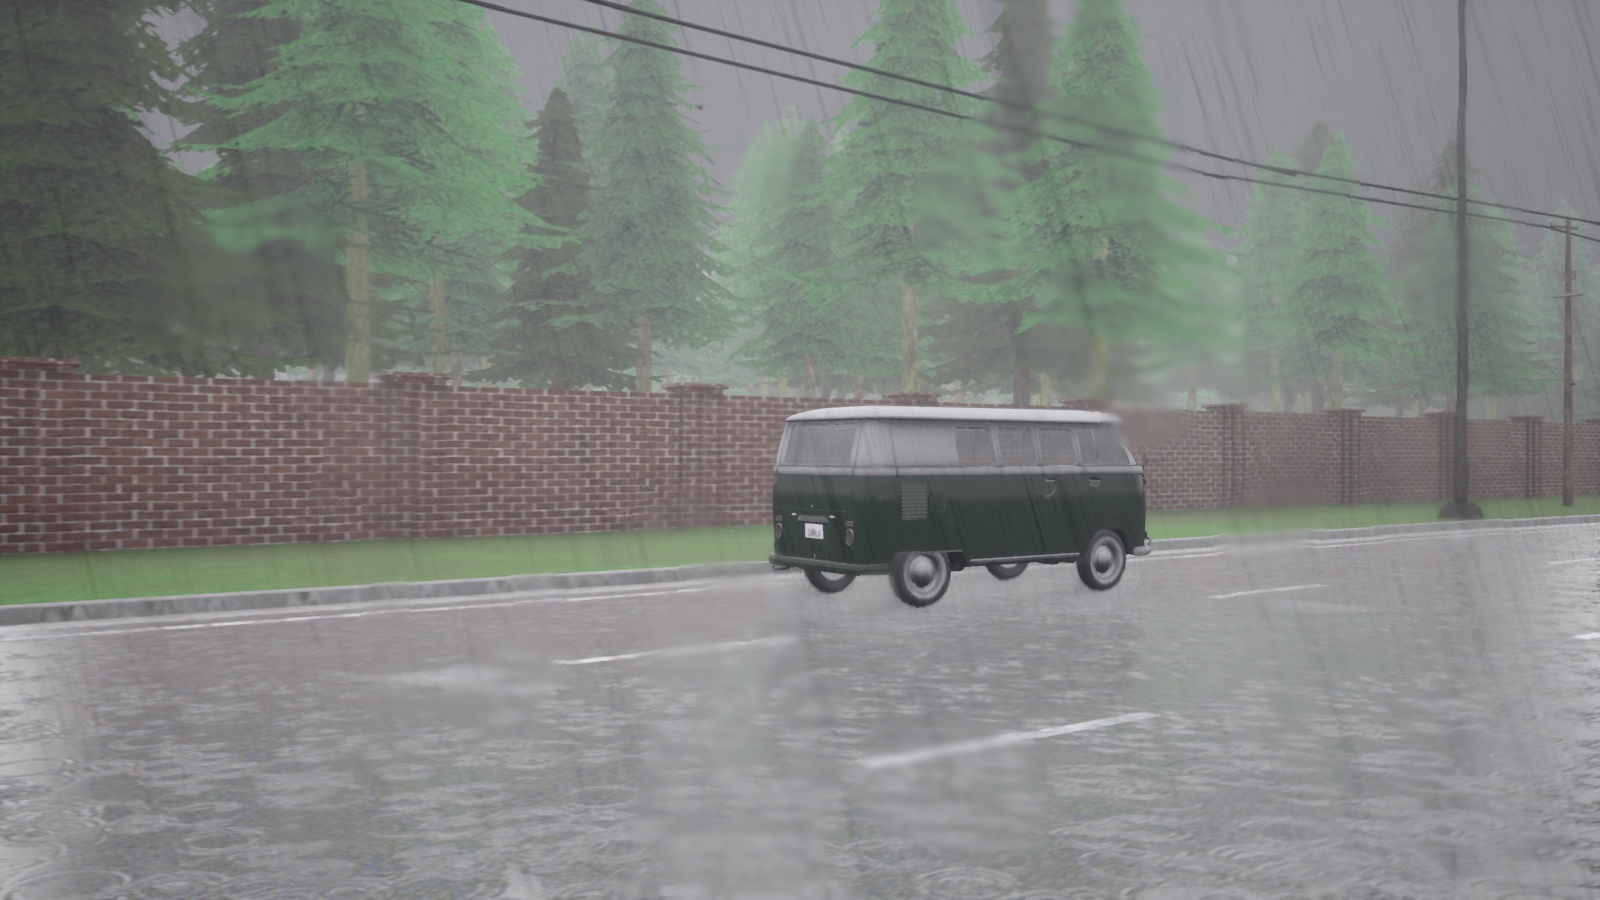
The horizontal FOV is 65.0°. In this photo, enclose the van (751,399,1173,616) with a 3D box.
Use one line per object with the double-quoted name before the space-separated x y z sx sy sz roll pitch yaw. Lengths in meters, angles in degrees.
"van" 1.823 0.527 13.457 4.442 1.987 1.775 0 0 -35
